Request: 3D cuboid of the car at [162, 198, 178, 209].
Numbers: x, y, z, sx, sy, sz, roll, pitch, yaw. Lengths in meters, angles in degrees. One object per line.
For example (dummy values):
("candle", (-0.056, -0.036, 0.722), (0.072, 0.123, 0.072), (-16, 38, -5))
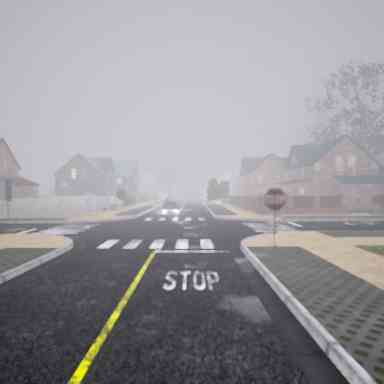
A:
("car", (-2.748, 1.438, 42.948), (1.895, 1.301, 4.718), (0, 0, 0))
